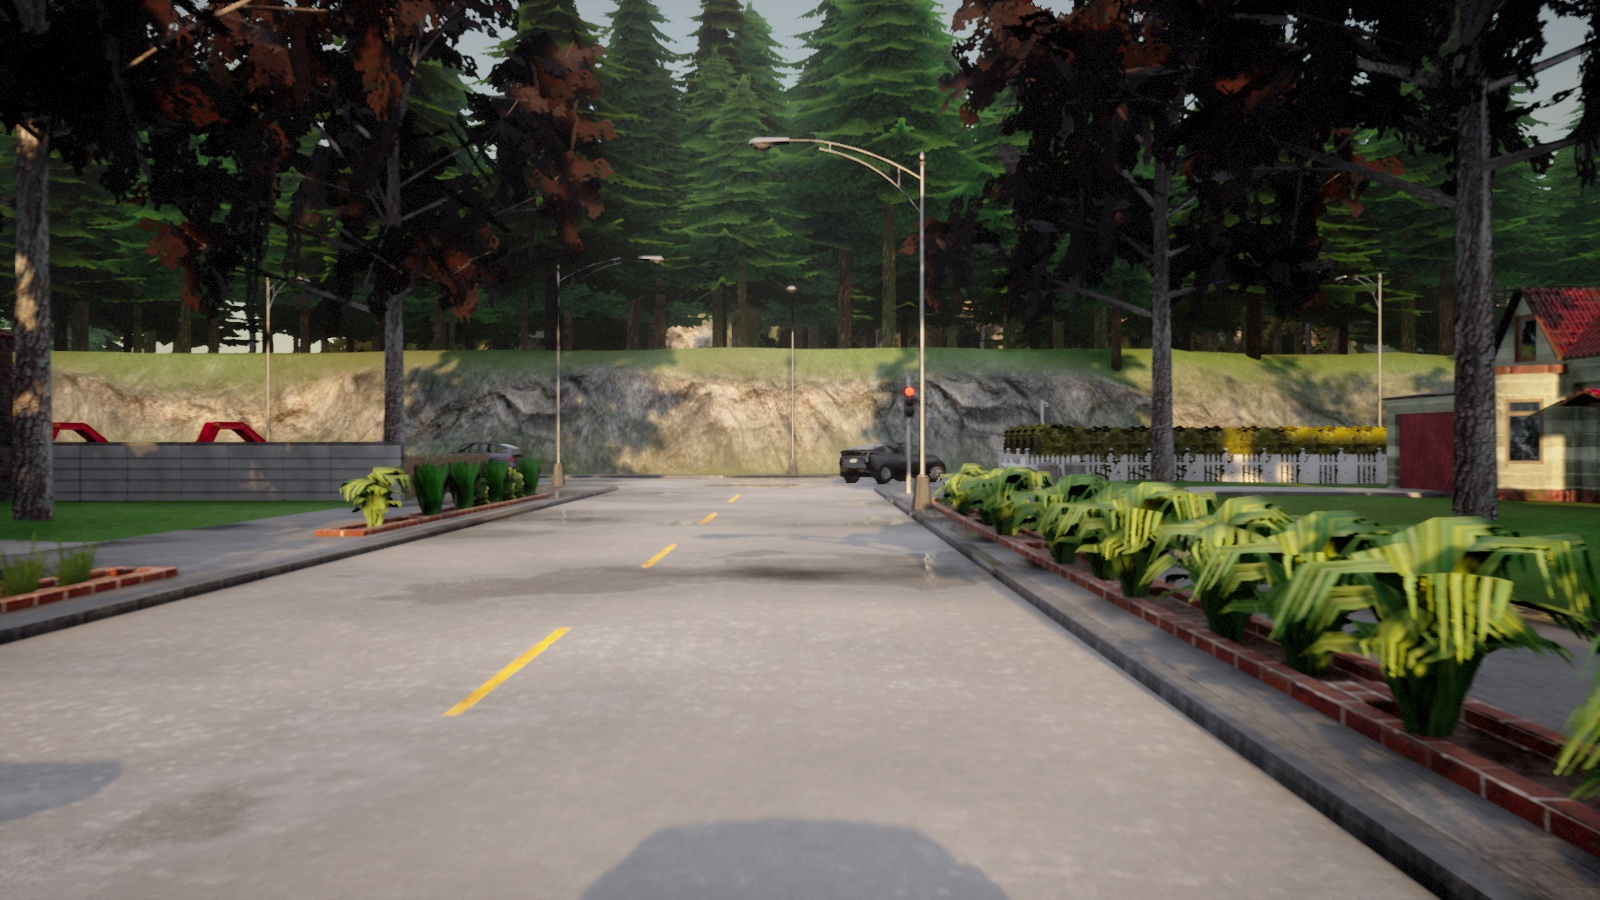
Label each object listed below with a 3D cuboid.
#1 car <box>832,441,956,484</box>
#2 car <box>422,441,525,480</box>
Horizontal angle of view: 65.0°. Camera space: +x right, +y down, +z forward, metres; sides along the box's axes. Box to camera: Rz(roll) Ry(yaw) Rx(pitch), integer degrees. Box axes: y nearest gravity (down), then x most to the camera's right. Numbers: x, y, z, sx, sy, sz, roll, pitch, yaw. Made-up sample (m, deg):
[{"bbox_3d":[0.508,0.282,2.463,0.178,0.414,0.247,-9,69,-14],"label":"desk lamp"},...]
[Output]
[{"bbox_3d":[3.504,0.435,46.247,4.514,1.525,2.007,0,0,-43],"label":"car"},{"bbox_3d":[-13.363,0.424,51.477,3.705,1.549,1.789,0,0,4],"label":"car"}]
